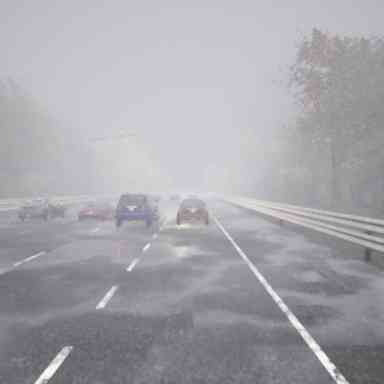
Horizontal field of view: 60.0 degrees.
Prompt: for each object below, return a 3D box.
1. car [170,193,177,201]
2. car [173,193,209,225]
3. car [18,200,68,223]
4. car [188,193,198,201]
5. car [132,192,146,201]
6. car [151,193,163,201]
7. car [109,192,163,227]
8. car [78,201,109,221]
[{"bbox_3d":[-3.263,0.962,65.398,1.882,1.535,5.008,0,1,0],"label":"car"},{"bbox_3d":[0.066,1.168,22.736,2.097,1.767,4.553,0,0,0],"label":"car"},{"bbox_3d":[-10.428,1.301,23.679,2.128,1.511,4.902,0,1,0],"label":"car"},{"bbox_3d":[0.249,0.960,65.607,1.882,1.535,5.008,0,1,0],"label":"car"},{"bbox_3d":[-10.270,0.841,64.693,2.097,1.767,4.553,0,0,0],"label":"car"},{"bbox_3d":[-6.765,0.964,65.084,1.882,1.535,5.008,0,1,0],"label":"car"},{"bbox_3d":[-3.437,1.050,21.609,2.150,2.045,5.566,0,1,0],"label":"car"},{"bbox_3d":[-6.925,1.365,24.784,1.994,1.385,4.181,0,1,0],"label":"car"}]
